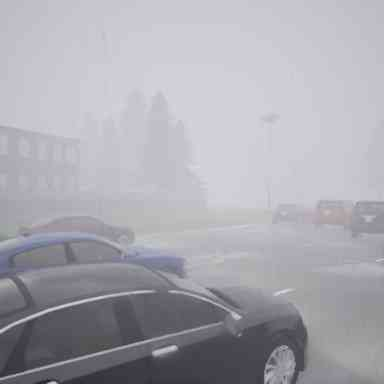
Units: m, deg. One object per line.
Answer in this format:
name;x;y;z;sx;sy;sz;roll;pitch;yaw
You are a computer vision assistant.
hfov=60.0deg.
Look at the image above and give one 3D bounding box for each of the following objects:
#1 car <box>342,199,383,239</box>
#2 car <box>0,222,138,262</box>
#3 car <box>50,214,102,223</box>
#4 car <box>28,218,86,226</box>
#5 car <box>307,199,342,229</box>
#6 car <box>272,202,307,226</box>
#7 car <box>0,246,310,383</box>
car;10.445;1.469;18.204;2.150;2.045;5.566;0;0;43
car;-2.360;1.530;6.597;5.008;1.535;1.882;1;-1;-36
car;-4.584;1.635;13.707;4.674;1.442;1.812;0;0;-38
car;-5.746;1.597;8.397;5.357;1.411;2.033;1;-1;-36
car;10.364;1.523;23.516;2.150;2.045;5.566;0;0;39
car;8.128;1.665;26.396;2.097;1.767;4.553;0;-1;38
car;-0.770;1.537;3.448;4.892;1.490;1.837;0;0;-36
